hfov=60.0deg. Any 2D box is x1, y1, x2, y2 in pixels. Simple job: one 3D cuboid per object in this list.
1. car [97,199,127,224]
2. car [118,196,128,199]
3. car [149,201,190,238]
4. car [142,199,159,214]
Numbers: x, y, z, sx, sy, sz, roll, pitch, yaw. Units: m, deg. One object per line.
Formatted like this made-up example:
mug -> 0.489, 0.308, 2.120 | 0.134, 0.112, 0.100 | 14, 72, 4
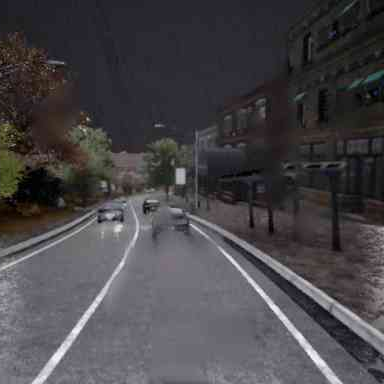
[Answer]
car -> -6.106, 1.542, 25.462 | 2.128, 1.511, 4.902 | -1, 0, -10
car -> -13.886, 1.633, 65.965 | 1.837, 1.490, 4.892 | -1, 0, -11
car -> -1.215, 1.483, 17.775 | 1.837, 1.490, 4.892 | -1, 0, -7
car -> -4.354, 1.469, 35.968 | 1.882, 1.535, 5.008 | -1, 0, -11
